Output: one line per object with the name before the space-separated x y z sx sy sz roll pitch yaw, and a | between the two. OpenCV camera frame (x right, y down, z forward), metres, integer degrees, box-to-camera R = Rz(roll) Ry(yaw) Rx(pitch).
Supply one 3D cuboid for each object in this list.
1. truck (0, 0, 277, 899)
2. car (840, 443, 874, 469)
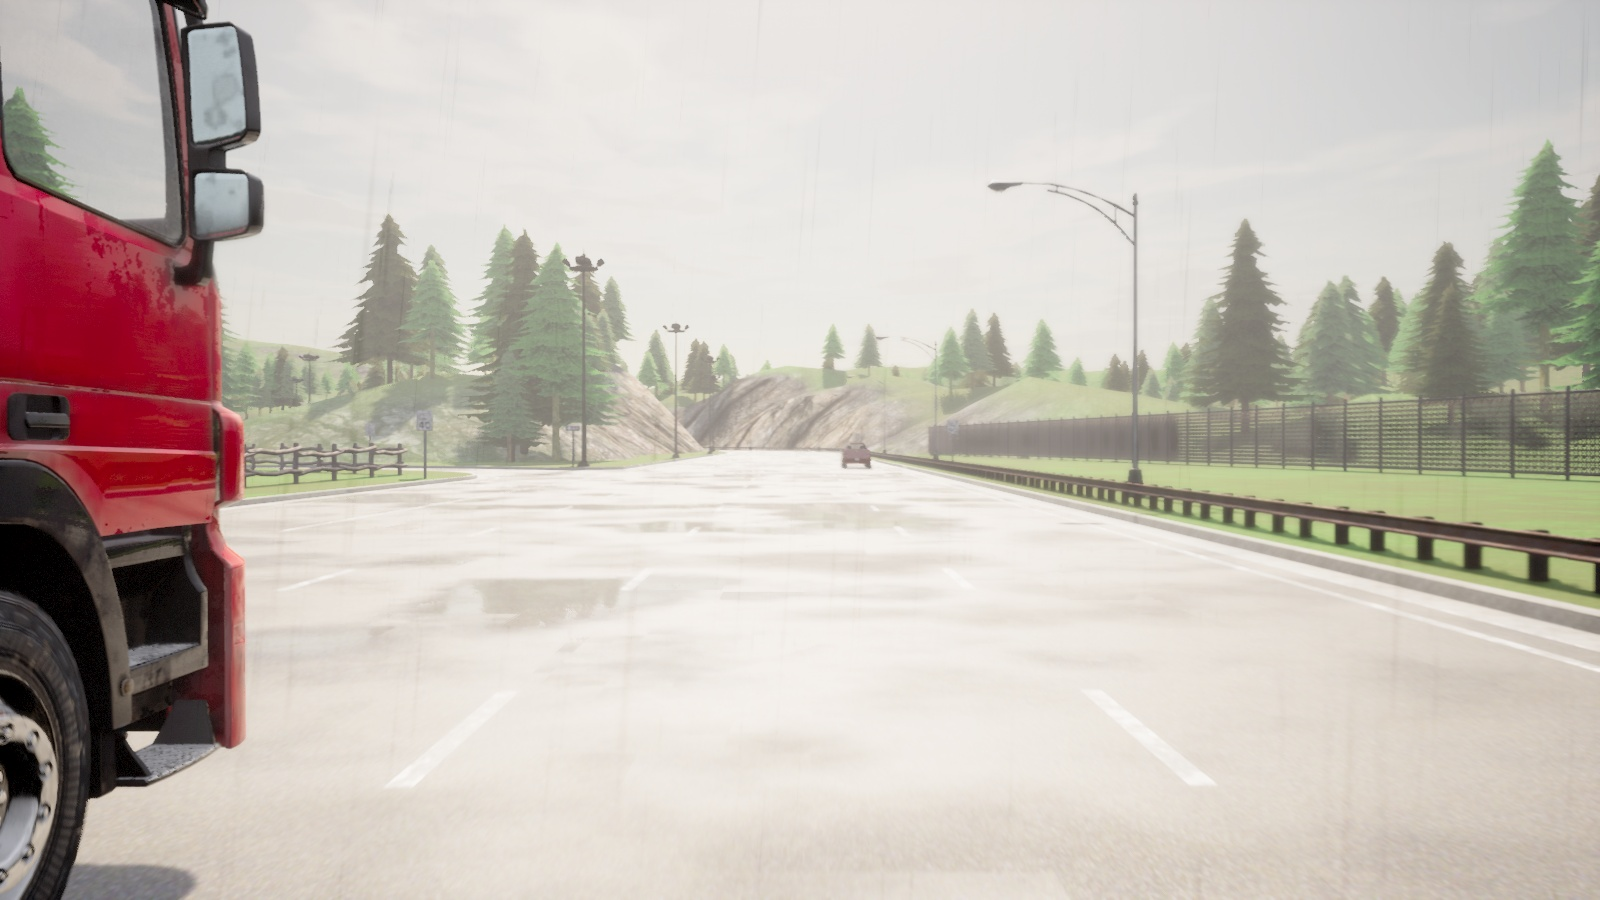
truck | -3.478 -0.243 0.878 2.891 3.462 7.936 0 0 0
car | 3.335 0.336 74.452 1.845 1.501 3.633 0 1 0
